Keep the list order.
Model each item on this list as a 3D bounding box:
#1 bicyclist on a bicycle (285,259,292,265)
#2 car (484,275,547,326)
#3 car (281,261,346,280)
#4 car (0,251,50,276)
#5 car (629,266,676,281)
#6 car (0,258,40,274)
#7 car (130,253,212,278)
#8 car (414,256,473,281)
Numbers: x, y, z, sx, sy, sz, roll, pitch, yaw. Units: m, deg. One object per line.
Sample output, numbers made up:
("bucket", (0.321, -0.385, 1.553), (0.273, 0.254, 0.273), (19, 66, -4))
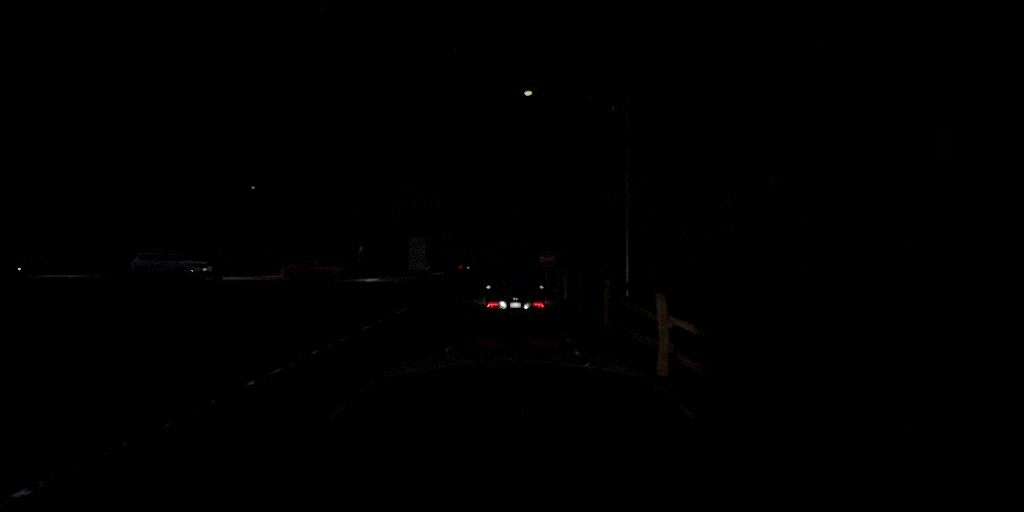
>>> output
("bicyclist on a bicycle", (-22.459, 1.079, 36.018), (0.582, 1.620, 1.656), (1, 0, 1))
("car", (0.096, 1.342, 11.897), (2.033, 1.411, 5.357), (0, 0, 0))
("car", (-16.525, 1.171, 29.981), (5.008, 1.535, 1.882), (1, 0, 1))
("car", (-42.750, 0.578, 30.280), (5.566, 2.045, 2.150), (1, 0, 1))
("car", (12.960, 1.594, 32.618), (5.357, 1.411, 2.033), (1, 0, 0))
("car", (-47.073, 0.871, 33.199), (4.181, 1.385, 1.994), (1, 0, 1))
("car", (-28.533, 0.766, 30.102), (5.566, 2.045, 2.150), (0, 0, 0))
("car", (-6.031, 1.045, 31.580), (5.566, 2.045, 2.150), (1, -1, 31))
